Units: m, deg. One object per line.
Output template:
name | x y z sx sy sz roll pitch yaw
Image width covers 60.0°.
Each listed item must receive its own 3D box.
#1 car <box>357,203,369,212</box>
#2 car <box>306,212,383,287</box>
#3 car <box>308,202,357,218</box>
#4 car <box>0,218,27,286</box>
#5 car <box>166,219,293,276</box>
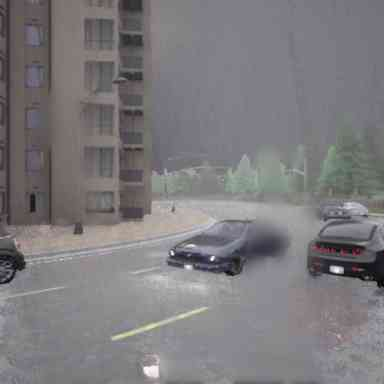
car | 14.638 1.670 31.030 1.812 1.442 4.674 0 0 -1
car | 4.823 1.550 9.572 1.837 1.490 4.892 0 0 38
car | 11.345 1.688 27.790 2.033 1.411 5.357 0 0 2
car | -6.638 1.456 8.049 4.553 1.767 2.097 0 -1 -38
car | 1.549 1.623 10.959 2.033 1.411 5.357 -1 0 38
